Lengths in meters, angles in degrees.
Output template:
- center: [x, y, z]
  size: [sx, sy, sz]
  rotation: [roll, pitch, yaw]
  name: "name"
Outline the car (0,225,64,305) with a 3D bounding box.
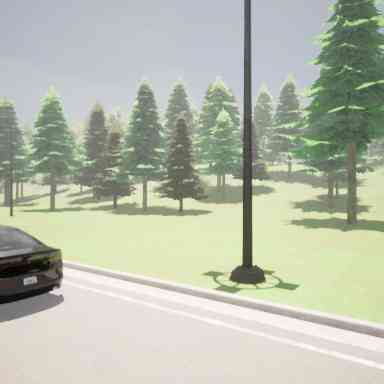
- center: [-4.982, 1.476, 7.544]
  size: [5.008, 1.535, 1.882]
  rotation: [0, 0, 36]
  name: "car"
